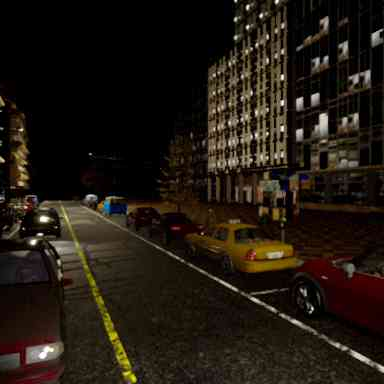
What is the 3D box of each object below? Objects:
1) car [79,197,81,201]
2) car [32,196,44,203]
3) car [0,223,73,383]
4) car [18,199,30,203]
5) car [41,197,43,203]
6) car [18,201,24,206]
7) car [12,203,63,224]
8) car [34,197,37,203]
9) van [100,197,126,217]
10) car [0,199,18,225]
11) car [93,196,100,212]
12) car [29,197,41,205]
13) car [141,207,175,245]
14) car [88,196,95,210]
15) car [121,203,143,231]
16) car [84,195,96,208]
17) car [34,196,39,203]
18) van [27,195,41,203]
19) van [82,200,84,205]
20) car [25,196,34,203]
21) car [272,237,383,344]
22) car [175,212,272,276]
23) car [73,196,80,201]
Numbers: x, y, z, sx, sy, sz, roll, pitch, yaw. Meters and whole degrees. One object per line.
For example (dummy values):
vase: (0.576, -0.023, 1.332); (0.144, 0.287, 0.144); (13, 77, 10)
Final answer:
car: (-17.630, 1.539, 56.399); (1.752, 1.417, 4.829); (0, 0, -22)
car: (-31.594, 1.597, 68.421); (1.947, 1.339, 4.313); (0, 0, -22)
car: (-3.082, 1.546, 5.505); (2.033, 1.411, 5.357); (0, 0, -22)
car: (-14.873, 1.548, 27.493); (2.008, 1.369, 4.403); (0, 0, -22)
car: (-25.323, 1.596, 53.073); (1.802, 1.307, 4.206); (0, 0, -22)
car: (-12.782, 1.547, 22.377); (2.008, 1.369, 4.403); (0, 0, -22)
car: (-7.913, 1.544, 17.583); (2.033, 1.411, 5.357); (0, 0, -22)
car: (-19.053, 1.568, 37.725); (1.947, 1.339, 4.313); (0, 0, -22)
van: (-7.116, 1.338, 30.661); (1.690, 1.788, 3.998); (0, 0, -22)
car: (-10.694, 1.311, 17.259); (2.192, 1.841, 5.009); (0, 0, -22)
car: (-9.269, 1.524, 35.934); (1.752, 1.417, 4.829); (0, 0, -22)
car: (-27.413, 1.602, 58.189); (1.802, 1.307, 4.206); (0, 0, -22)
car: (-0.845, 1.578, 15.314); (1.802, 1.307, 4.206); (0, 0, -22)
car: (-11.295, 1.567, 40.894); (1.947, 1.339, 4.313); (0, 0, -22)
car: (-2.935, 1.577, 20.429); (1.802, 1.307, 4.206); (0, 0, -22)
car: (-13.386, 1.445, 46.010); (1.967, 1.590, 4.097); (0, 0, -22)
car: (-21.143, 1.550, 42.841); (1.887, 1.381, 4.507); (0, 0, -22)
van: (-23.235, 1.351, 47.957); (1.690, 1.788, 3.998); (0, 0, -22)
van: (-15.478, 1.350, 51.127); (1.690, 1.788, 3.998); (0, 0, -22)
car: (-16.963, 1.439, 32.608); (1.967, 1.590, 4.097); (0, 0, -22)
car: (3.335, 1.438, 5.080); (1.967, 1.590, 4.097); (0, 0, -22)
car: (1.181, 1.522, 10.354); (1.752, 1.417, 4.829); (0, 0, -22)
car: (-30.107, 1.598, 86.940); (1.887, 1.381, 4.507); (-1, 0, -22)
